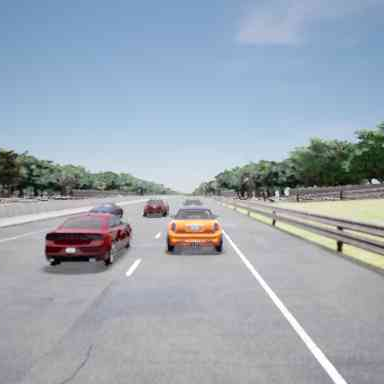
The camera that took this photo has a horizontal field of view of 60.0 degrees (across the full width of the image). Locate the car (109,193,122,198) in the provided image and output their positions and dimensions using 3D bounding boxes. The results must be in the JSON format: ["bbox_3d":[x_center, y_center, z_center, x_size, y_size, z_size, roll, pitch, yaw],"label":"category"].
[{"bbox_3d":[-17.485,1.261,76.138,2.150,2.045,5.566,0,0,0],"label":"car"}]

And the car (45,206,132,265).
[{"bbox_3d":[-3.397,1.483,11.792,1.882,1.535,5.008,0,0,0],"label":"car"}]

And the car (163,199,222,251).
[{"bbox_3d":[0.103,1.359,14.354,2.097,1.767,4.553,0,0,0],"label":"car"}]

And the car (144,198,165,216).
[{"bbox_3d":[-3.393,1.385,32.422,2.097,1.767,4.553,0,0,0],"label":"car"}]

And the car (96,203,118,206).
[{"bbox_3d":[-6.894,1.571,27.153,2.033,1.411,5.357,0,0,0],"label":"car"}]

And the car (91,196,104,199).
[{"bbox_3d":[-20.985,1.596,73.536,1.882,1.535,5.008,0,0,0],"label":"car"}]

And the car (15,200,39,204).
[{"bbox_3d":[-17.583,1.566,35.470,1.812,1.442,4.674,0,0,0],"label":"car"}]

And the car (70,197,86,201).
[{"bbox_3d":[-24.485,1.650,71.624,1.895,1.301,4.718,0,0,0],"label":"car"}]
